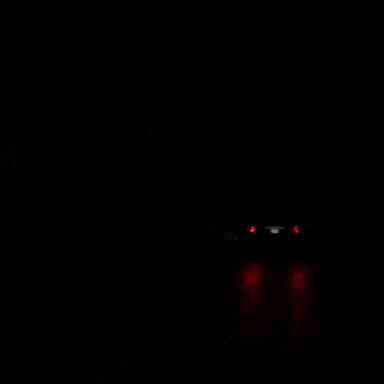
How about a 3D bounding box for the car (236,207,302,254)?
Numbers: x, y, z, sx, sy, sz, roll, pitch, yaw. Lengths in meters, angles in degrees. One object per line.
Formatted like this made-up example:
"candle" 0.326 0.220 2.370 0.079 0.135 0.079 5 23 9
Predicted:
"car" 3.131 1.459 14.190 2.097 1.767 4.553 0 0 3
